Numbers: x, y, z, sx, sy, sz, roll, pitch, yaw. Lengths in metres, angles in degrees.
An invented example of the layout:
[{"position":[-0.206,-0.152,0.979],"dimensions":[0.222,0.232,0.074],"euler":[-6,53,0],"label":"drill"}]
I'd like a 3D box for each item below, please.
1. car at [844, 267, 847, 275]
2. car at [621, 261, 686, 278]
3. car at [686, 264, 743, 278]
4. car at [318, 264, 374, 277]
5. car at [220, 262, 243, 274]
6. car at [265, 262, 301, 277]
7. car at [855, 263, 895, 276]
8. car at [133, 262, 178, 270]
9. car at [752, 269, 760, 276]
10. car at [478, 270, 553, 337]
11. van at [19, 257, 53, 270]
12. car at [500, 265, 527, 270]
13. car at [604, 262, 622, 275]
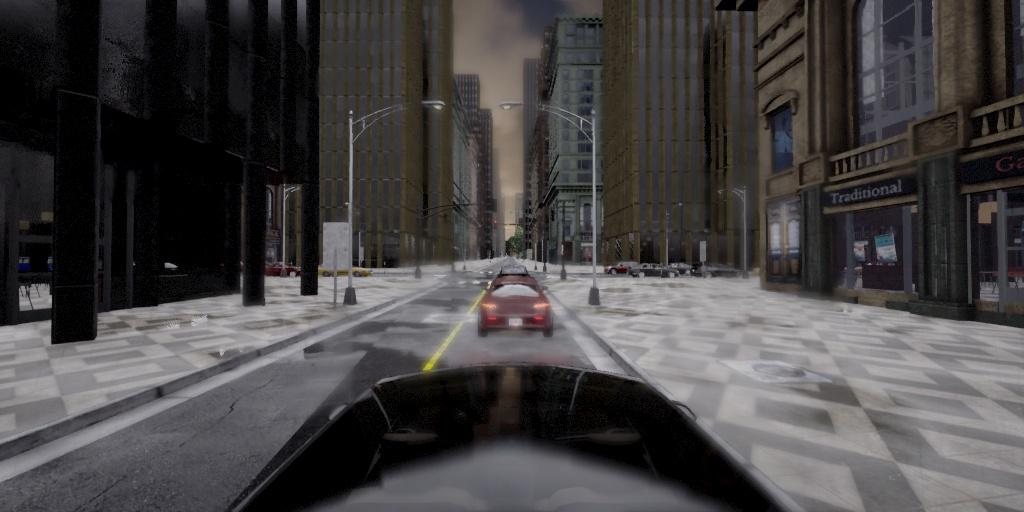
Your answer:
[{"position":[34.989,1.561,39.997],"dimensions":[4.207,1.307,1.802],"euler":[0,0,0],"label":"car"},{"position":[12.316,1.294,31.389],"dimensions":[4.403,1.370,2.007],"euler":[0,0,0],"label":"car"},{"position":[17.986,1.330,31.410],"dimensions":[4.313,1.339,1.948],"euler":[0,0,0],"label":"car"},{"position":[-14.603,1.188,31.288],"dimensions":[4.829,1.417,1.751],"euler":[0,0,0],"label":"car"},{"position":[-30.973,1.305,39.751],"dimensions":[4.507,1.381,1.888],"euler":[0,0,0],"label":"car"},{"position":[-20.073,1.195,31.268],"dimensions":[4.507,1.381,1.888],"euler":[0,0,0],"label":"car"},{"position":[40.656,1.455,40.018],"dimensions":[4.097,1.591,1.967],"euler":[0,0,0],"label":"car"},{"position":[-30.673,1.196,31.228],"dimensions":[4.313,1.339,1.948],"euler":[0,0,0],"label":"car"},{"position":[23.823,1.314,31.431],"dimensions":[4.829,1.417,1.751],"euler":[0,0,0],"label":"car"},{"position":[0.088,1.278,10.141],"dimensions":[1.812,1.442,4.674],"euler":[0,0,0],"label":"car"},{"position":[-41.274,0.956,31.188],"dimensions":[3.998,1.789,1.690],"euler":[0,0,0],"label":"van"},{"position":[0.092,1.247,19.394],"dimensions":[2.128,1.511,4.902],"euler":[0,0,0],"label":"car"},{"position":[12.315,1.313,39.913],"dimensions":[4.097,1.591,1.967],"euler":[0,0,0],"label":"car"}]
